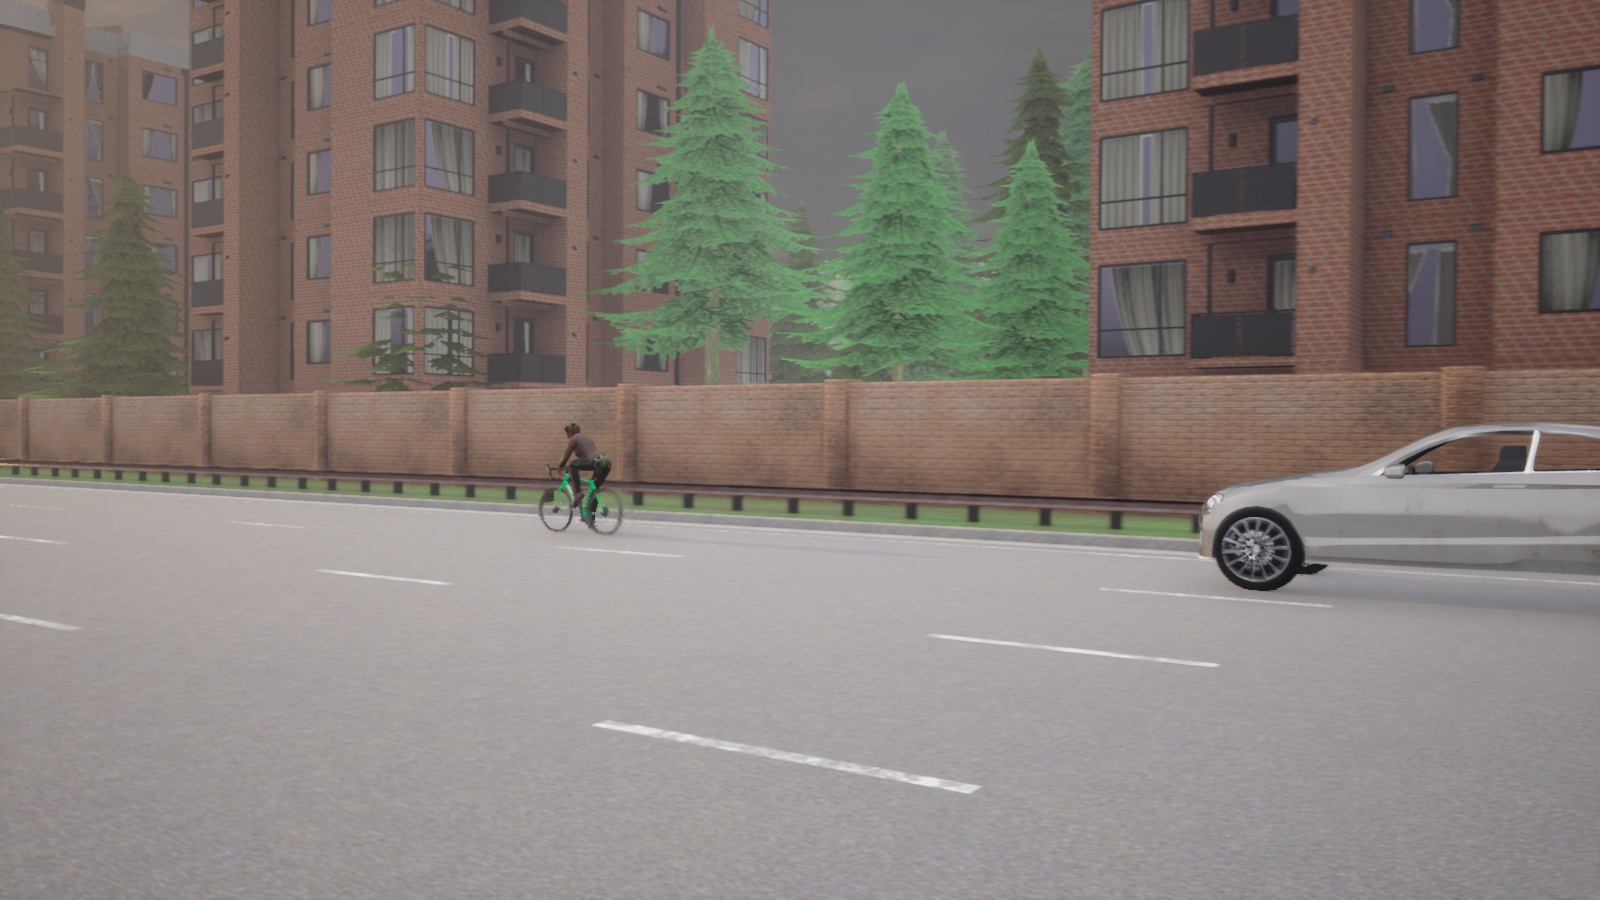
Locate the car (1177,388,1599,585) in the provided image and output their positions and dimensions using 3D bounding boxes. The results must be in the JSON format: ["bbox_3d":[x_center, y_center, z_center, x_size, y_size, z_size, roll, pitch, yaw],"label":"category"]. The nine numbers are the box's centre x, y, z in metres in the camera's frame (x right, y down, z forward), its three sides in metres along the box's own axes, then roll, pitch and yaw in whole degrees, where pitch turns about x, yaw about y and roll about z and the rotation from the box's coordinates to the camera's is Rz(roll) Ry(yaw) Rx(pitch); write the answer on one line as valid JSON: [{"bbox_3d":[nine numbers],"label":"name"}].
[{"bbox_3d":[6.434,0.291,11.949,5.027,1.651,2.152,0,1,34],"label":"car"}]

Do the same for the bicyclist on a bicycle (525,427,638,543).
[{"bbox_3d":[-3.208,0.493,18.360,1.656,1.620,0.582,0,1,34],"label":"bicyclist on a bicycle"}]
